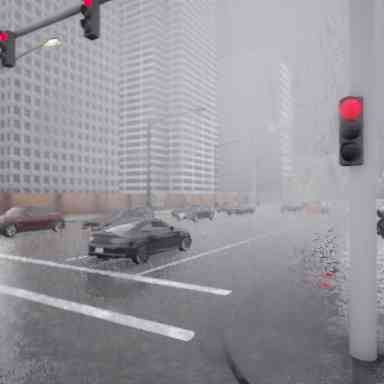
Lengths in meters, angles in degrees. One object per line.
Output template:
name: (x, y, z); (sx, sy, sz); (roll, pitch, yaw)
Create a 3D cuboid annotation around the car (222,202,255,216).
car: (5.702, 2.098, 38.778); (1.895, 1.301, 4.718); (0, -1, 31)

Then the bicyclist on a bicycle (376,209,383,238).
bicyclist on a bicycle: (9.181, 1.526, 16.542); (1.656, 1.620, 0.582); (-1, -1, 31)

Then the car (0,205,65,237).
car: (-9.916, 1.588, 19.658); (2.097, 1.767, 4.553); (0, -1, 31)

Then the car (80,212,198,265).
car: (-1.781, 1.682, 12.408); (1.812, 1.442, 4.674); (-1, -1, 29)

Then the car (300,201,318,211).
car: (18.848, 2.203, 53.441); (1.837, 1.490, 4.892); (0, -1, 31)

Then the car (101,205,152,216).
car: (-4.609, 1.816, 21.713); (2.033, 1.411, 5.357); (0, -1, 31)

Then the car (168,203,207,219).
car: (-0.362, 1.952, 35.521); (1.837, 1.490, 4.892); (0, -1, 31)

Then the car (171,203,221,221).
car: (0.370, 1.871, 29.969); (2.128, 1.511, 4.902); (0, -1, 31)

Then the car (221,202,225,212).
car: (4.899, 2.068, 44.188); (1.837, 1.490, 4.892); (0, -1, 31)

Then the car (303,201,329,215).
car: (15.709, 1.897, 41.463); (2.097, 1.767, 4.553); (0, -1, 31)

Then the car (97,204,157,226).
car: (-5.206, 1.832, 27.503); (2.128, 1.511, 4.902); (0, -1, 31)

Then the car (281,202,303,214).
car: (13.087, 2.097, 43.871); (1.812, 1.442, 4.674); (0, -1, 31)
